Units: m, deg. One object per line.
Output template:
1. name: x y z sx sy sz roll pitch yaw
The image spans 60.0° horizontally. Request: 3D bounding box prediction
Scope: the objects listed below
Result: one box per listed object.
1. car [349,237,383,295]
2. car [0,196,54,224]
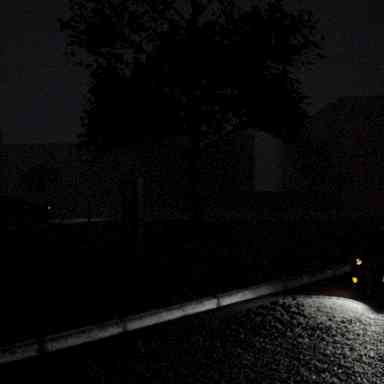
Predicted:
1. car: 5.472 1.541 7.601 4.181 1.385 1.994 0 0 -35
2. car: -12.617 1.257 23.079 5.566 2.045 2.150 -1 1 -40
